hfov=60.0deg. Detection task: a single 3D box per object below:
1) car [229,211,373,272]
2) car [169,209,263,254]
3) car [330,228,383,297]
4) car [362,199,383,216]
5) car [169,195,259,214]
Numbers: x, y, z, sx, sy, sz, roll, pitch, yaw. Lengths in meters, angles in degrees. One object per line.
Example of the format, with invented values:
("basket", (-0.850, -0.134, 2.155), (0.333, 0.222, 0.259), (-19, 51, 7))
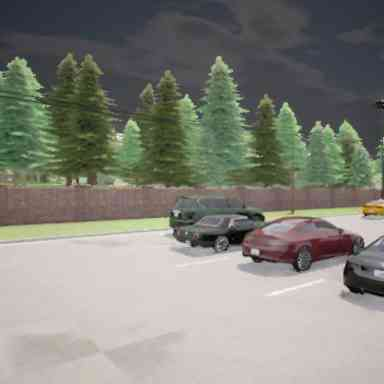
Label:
("car", (3.634, 1.498, 10.653), (4.674, 1.442, 1.812), (0, 0, -36))
("car", (1.666, 1.573, 13.533), (4.718, 1.301, 1.895), (0, 0, -35))
("car", (5.289, 1.538, 7.518), (4.181, 1.385, 1.994), (0, 0, -35))
("car", (16.514, 1.387, 28.421), (5.008, 1.535, 1.882), (0, 0, -35))
("car", (1.424, 1.187, 17.659), (5.566, 2.045, 2.150), (0, 0, -35))
